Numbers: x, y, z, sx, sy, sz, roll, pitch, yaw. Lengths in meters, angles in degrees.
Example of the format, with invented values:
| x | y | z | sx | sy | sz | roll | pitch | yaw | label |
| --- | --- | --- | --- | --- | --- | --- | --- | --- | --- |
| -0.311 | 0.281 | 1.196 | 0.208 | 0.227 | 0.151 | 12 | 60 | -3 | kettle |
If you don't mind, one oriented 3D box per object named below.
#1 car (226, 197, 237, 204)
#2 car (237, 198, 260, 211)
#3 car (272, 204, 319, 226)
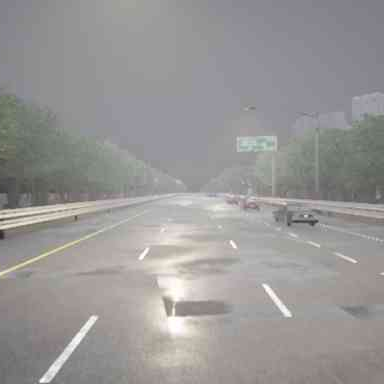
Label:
| x | y | z | sx | sy | sz | roll | pitch | yaw | label |
| --- | --- | --- | --- | --- | --- | --- | --- | --- | --- |
| 7.190 | 1.557 | 59.764 | 1.895 | 1.301 | 4.718 | 0 | 0 | 0 | car |
| 7.102 | 1.514 | 41.158 | 1.812 | 1.442 | 4.674 | 0 | 0 | 0 | car |
| 7.034 | 1.544 | 23.040 | 2.033 | 1.411 | 5.357 | 0 | 0 | 0 | car |
